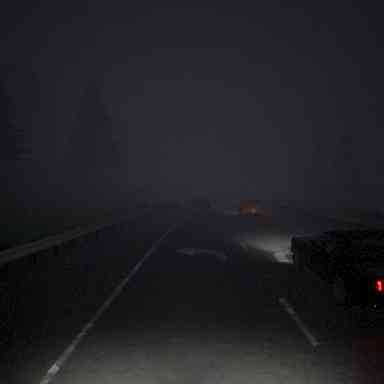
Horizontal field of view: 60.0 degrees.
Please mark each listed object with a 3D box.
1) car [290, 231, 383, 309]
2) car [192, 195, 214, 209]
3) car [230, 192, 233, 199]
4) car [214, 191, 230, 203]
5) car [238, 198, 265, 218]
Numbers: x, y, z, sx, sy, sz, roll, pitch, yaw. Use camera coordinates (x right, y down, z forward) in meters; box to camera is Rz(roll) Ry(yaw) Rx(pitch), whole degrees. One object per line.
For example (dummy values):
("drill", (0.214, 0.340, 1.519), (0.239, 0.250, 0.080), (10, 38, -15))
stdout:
("car", (3.745, 1.541, 7.665), (1.895, 1.301, 4.718), (0, 0, 1))
("car", (1.198, 1.159, 39.437), (1.882, 1.535, 5.008), (0, 0, 7))
("car", (7.544, 0.638, 70.544), (2.097, 1.767, 4.553), (0, 0, 11))
("car", (4.760, 0.903, 55.853), (2.097, 1.767, 4.553), (0, 0, 10))
("car", (4.898, 1.255, 27.809), (1.882, 1.535, 5.008), (0, 0, 5))
